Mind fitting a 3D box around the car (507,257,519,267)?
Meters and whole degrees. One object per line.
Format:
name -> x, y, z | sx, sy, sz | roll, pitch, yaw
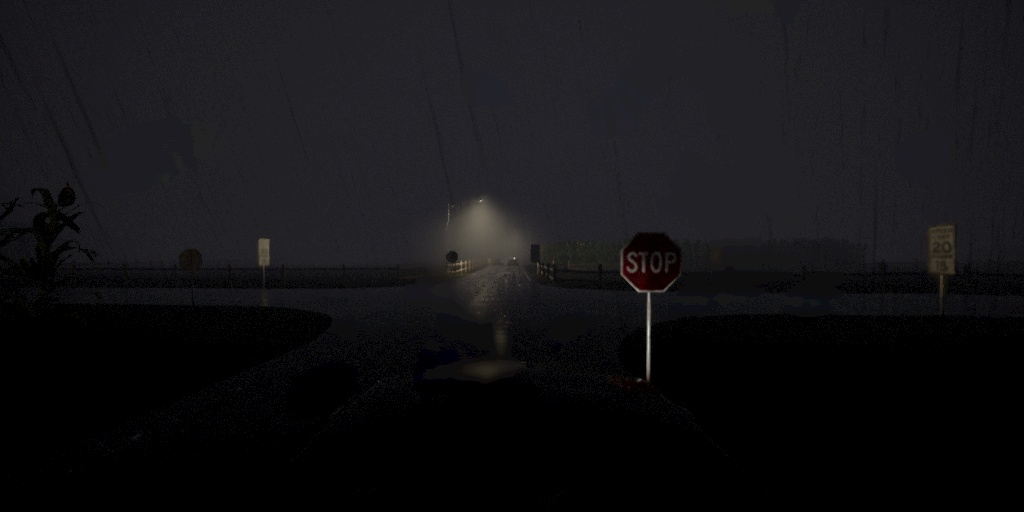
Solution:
car -> 0.155, 1.205, 63.839 | 1.994, 1.385, 4.181 | 0, 0, 0
